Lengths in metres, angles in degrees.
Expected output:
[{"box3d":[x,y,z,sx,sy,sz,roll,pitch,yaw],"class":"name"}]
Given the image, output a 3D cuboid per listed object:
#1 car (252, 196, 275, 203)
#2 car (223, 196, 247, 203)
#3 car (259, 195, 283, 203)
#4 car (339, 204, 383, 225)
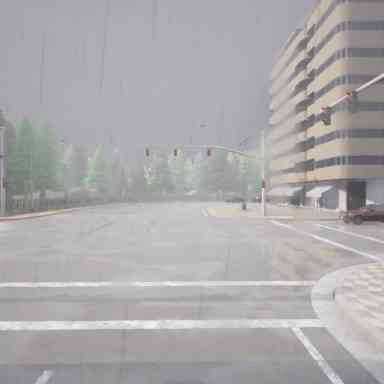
[{"box3d":[14.204,1.526,67.860,4.674,1.442,1.812,0,0,-34],"class":"car"},{"box3d":[8.891,1.547,68.158,5.357,1.411,2.033,0,0,-38],"class":"car"},{"box3d":[17.555,1.525,73.762,4.902,1.511,2.128,0,0,-23],"class":"car"},{"box3d":[13.167,1.581,24.113,4.674,1.442,1.812,0,0,-1],"class":"car"}]
